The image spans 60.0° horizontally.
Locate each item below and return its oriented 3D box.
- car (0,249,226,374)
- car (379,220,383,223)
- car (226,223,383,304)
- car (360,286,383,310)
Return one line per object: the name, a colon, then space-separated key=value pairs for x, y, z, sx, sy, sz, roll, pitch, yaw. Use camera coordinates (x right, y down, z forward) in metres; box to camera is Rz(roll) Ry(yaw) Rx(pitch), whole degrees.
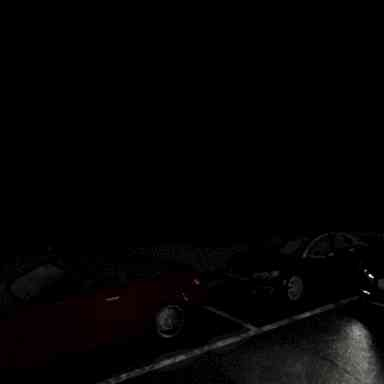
car: x=-1.722 y=1.586 z=4.959 sx=4.206 sy=1.307 sz=1.802 roll=0 pitch=0 yaw=-35
car: x=7.097 y=1.587 z=11.238 sx=4.403 sy=1.369 sz=2.008 roll=0 pitch=0 yaw=-35
car: x=2.687 y=1.571 z=8.098 sx=4.403 sy=1.369 sz=2.008 roll=0 pitch=0 yaw=-35
car: x=5.386 y=1.516 z=6.894 sx=4.902 sy=1.511 sz=2.128 roll=0 pitch=0 yaw=-35
